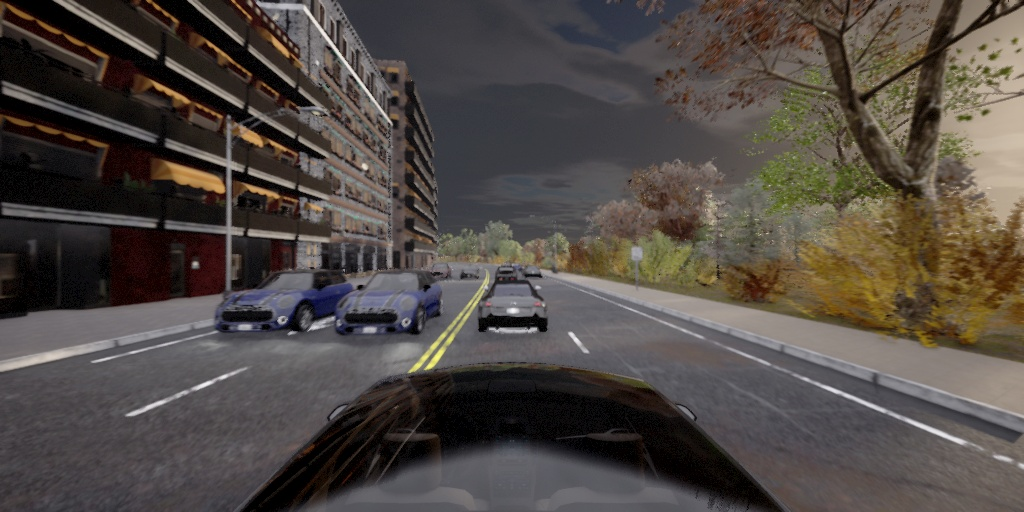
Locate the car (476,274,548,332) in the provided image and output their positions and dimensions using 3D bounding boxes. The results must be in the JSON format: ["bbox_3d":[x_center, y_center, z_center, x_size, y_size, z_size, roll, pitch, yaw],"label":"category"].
[{"bbox_3d":[0.001,1.425,11.398,1.994,1.385,4.181,0,-1,-1],"label":"car"}]

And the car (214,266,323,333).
[{"bbox_3d":[-6.700,1.219,11.212,2.097,1.767,4.553,0,-1,-1],"label":"car"}]

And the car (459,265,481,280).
[{"bbox_3d":[-4.261,1.657,36.816,1.837,1.490,4.892,0,-1,-3],"label":"car"}]

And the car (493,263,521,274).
[{"bbox_3d":[-0.499,1.571,29.612,1.837,1.490,4.892,0,-1,-2],"label":"car"}]

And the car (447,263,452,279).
[{"bbox_3d":[-7.560,1.518,37.786,2.097,1.767,4.553,0,-1,-3],"label":"car"}]

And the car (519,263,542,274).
[{"bbox_3d":[2.192,1.752,41.037,1.994,1.385,4.181,0,-1,-3],"label":"car"}]

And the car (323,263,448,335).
[{"bbox_3d":[-3.442,1.211,10.866,2.097,1.767,4.553,0,-1,-1],"label":"car"}]
